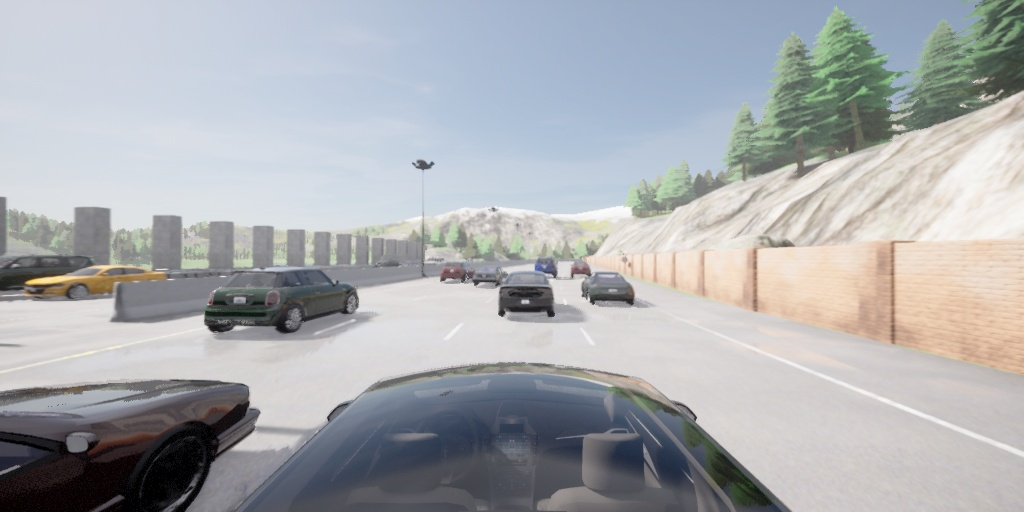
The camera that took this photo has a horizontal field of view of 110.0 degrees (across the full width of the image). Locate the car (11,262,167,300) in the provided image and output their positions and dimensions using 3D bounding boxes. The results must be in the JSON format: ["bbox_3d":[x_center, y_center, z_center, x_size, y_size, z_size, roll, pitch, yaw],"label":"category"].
[{"bbox_3d":[-20.326,1.220,17.866,1.882,1.535,5.008,0,0,5],"label":"car"}]

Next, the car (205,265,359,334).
[{"bbox_3d":[-6.574,1.121,10.922,2.097,1.767,4.553,0,0,3],"label":"car"}]

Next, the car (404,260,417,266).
[{"bbox_3d":[-14.603,1.467,56.442,1.837,1.490,4.892,0,2,11],"label":"car"}]

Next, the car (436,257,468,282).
[{"bbox_3d":[-4.467,1.238,30.539,2.097,1.767,4.553,0,0,8],"label":"car"}]

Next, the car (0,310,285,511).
[{"bbox_3d":[-3.422,1.278,1.050,2.033,1.411,5.357,0,0,0],"label":"car"}]

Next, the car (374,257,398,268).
[{"bbox_3d":[-20.970,1.196,60.624,2.150,2.045,5.566,0,0,11],"label":"car"}]

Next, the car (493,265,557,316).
[{"bbox_3d":[0.599,1.296,13.758,1.882,1.535,5.008,0,0,4],"label":"car"}]

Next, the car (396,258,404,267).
[{"bbox_3d":[-17.248,1.491,61.643,2.128,1.511,4.902,0,0,11],"label":"car"}]

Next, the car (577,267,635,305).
[{"bbox_3d":[4.399,1.418,16.939,1.994,1.385,4.181,0,0,5],"label":"car"}]

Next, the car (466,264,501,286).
[{"bbox_3d":[-1.528,1.427,26.625,2.033,1.411,5.357,0,0,8],"label":"car"}]

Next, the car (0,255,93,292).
[{"bbox_3d":[-23.890,0.947,17.420,2.150,2.045,5.566,0,-1,5],"label":"car"}]

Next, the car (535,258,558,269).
[{"bbox_3d":[3.531,1.183,36.977,2.150,2.045,5.566,0,0,9],"label":"car"}]

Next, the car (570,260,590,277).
[{"bbox_3d":[7.425,1.341,39.118,2.097,1.767,4.553,0,0,9],"label":"car"}]

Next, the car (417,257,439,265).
[{"bbox_3d":[-11.600,1.191,53.558,2.150,2.045,5.566,0,0,11],"label":"car"}]
